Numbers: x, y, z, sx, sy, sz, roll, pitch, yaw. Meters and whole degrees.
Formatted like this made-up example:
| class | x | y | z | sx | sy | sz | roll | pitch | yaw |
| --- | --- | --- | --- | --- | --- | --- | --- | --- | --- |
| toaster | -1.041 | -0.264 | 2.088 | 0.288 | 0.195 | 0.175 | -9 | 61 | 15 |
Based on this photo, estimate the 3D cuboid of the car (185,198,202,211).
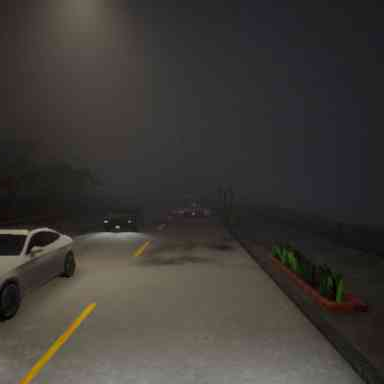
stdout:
| class | x | y | z | sx | sy | sz | roll | pitch | yaw |
| --- | --- | --- | --- | --- | --- | --- | --- | --- | --- |
| car | 0.159 | 1.539 | 41.575 | 2.033 | 1.411 | 5.357 | 0 | 0 | -1 |

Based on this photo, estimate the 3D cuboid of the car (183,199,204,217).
| class | x | y | z | sx | sy | sz | roll | pitch | yaw |
| --- | --- | --- | --- | --- | --- | --- | --- | --- | --- |
| car | 0.140 | 1.594 | 30.770 | 1.895 | 1.301 | 4.718 | 0 | 0 | 0 |

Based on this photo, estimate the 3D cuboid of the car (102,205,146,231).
| class | x | y | z | sx | sy | sz | roll | pitch | yaw |
| --- | --- | --- | --- | --- | --- | --- | --- | --- | --- |
| car | -4.053 | 1.542 | 20.831 | 2.033 | 1.411 | 5.357 | 0 | 0 | 0 |

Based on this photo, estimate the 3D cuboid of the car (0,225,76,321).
| class | x | y | z | sx | sy | sz | roll | pitch | yaw |
| --- | --- | --- | --- | --- | --- | --- | --- | --- | --- |
| car | -4.075 | 1.523 | 7.387 | 1.812 | 1.442 | 4.674 | 0 | 0 | 0 |
